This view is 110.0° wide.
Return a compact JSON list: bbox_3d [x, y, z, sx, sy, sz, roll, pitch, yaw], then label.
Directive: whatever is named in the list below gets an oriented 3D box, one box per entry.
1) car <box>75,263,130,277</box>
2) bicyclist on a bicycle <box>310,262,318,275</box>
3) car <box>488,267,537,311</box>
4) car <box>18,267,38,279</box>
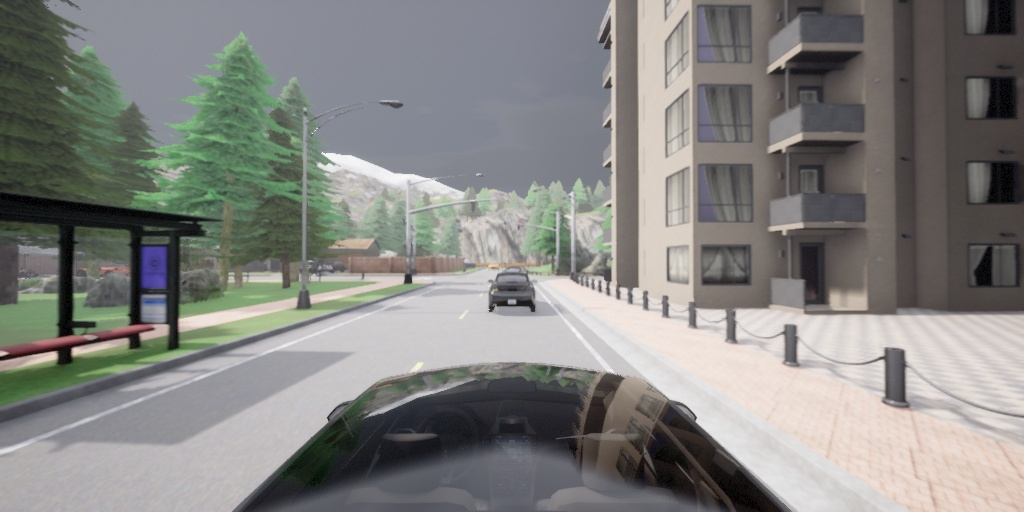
[{"bbox_3d":[-45.580,1.528,40.082,4.553,1.767,2.097,0,-1,-3],"label":"car"},{"bbox_3d":[-24.552,1.508,44.488,0.582,1.620,1.656,0,-1,-1],"label":"bicyclist on a bicycle"},{"bbox_3d":[0.018,1.413,15.305,1.837,1.490,4.892,0,0,0],"label":"car"},{"bbox_3d":[-51.003,1.657,36.100,4.674,1.442,1.812,0,-1,-5],"label":"car"}]
